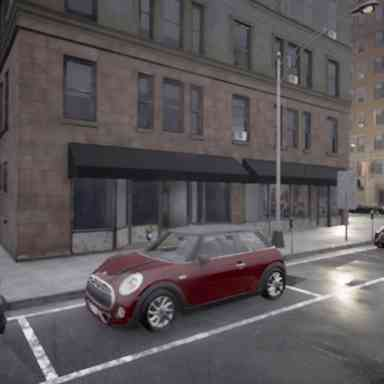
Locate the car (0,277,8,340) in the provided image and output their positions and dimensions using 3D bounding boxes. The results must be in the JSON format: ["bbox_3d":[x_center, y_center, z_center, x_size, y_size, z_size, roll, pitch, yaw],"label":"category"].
[{"bbox_3d":[-4.492,1.551,3.557,4.403,1.369,2.008,0,0,-35],"label":"car"}]

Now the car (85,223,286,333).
[{"bbox_3d":[-0.014,1.439,6.737,4.097,1.590,1.967,0,0,-35],"label":"car"}]

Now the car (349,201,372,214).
[{"bbox_3d":[15.895,1.521,30.964,1.895,1.301,4.718,1,0,-36],"label":"car"}]

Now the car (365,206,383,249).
[{"bbox_3d":[8.944,1.440,13.099,4.097,1.590,1.967,0,0,-35],"label":"car"}]
